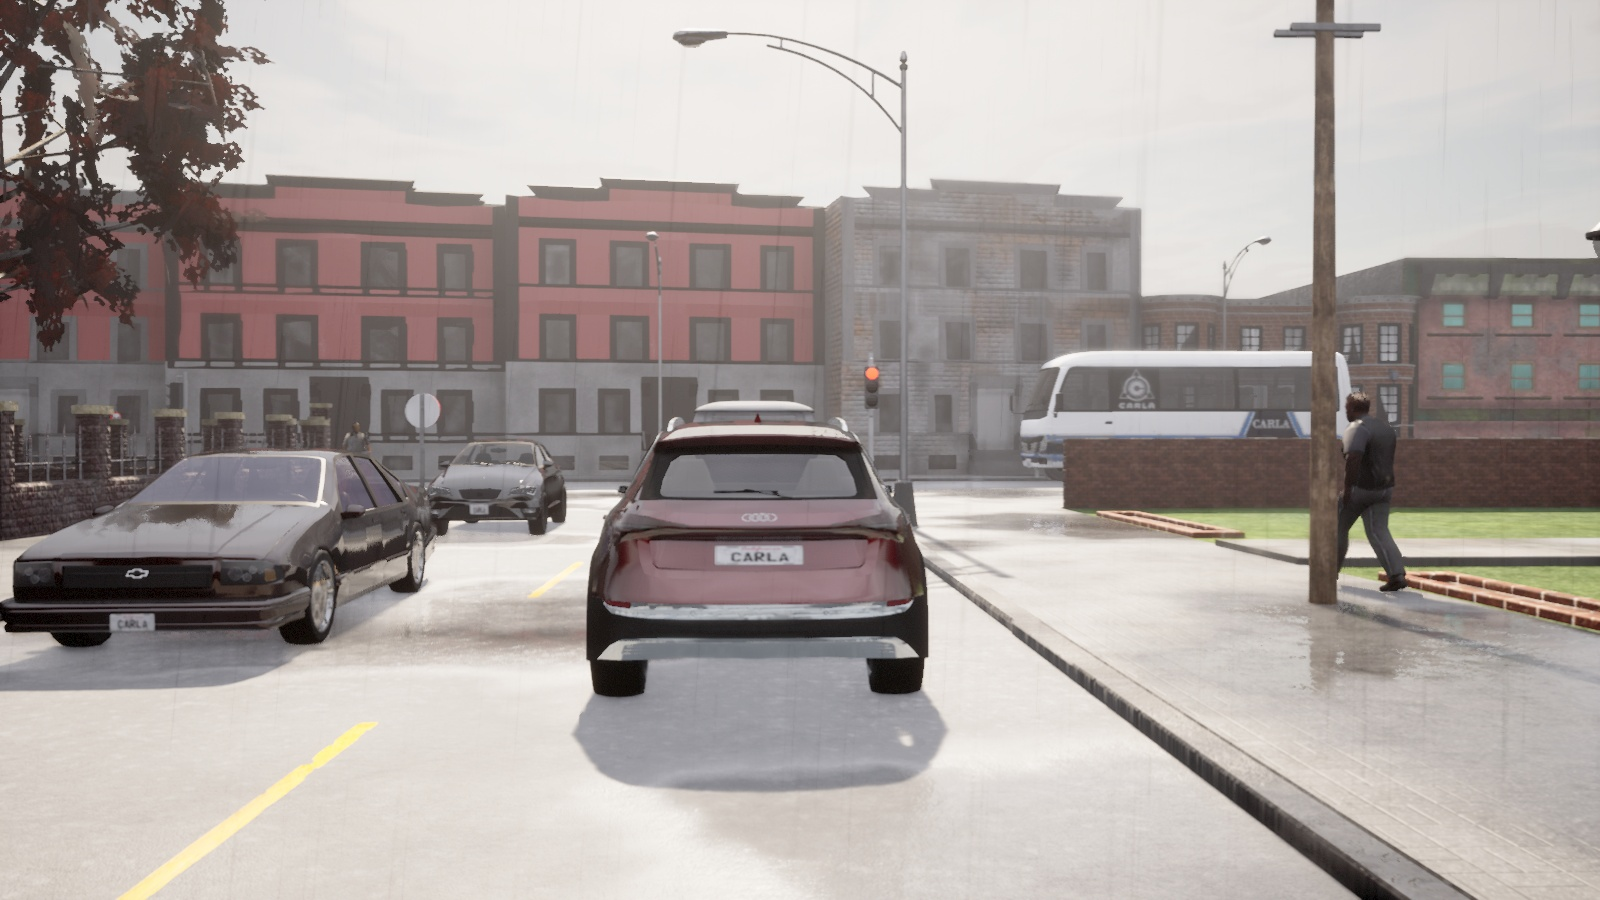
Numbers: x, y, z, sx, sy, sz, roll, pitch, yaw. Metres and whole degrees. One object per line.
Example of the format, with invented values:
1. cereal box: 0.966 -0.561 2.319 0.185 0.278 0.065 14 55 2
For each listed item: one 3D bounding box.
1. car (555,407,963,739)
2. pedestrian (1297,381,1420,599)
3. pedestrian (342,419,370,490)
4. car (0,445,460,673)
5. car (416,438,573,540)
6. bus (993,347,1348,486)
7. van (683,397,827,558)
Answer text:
1. car: -0.300 0.587 8.695 2.033 1.649 4.856 0 1 -2
2. pedestrian: 5.040 0.344 11.360 0.563 1.883 0.849 0 1 -26
3. pedestrian: -11.767 0.106 33.286 0.540 1.848 0.694 0 1 -35
4. car: -4.460 0.679 10.673 2.033 1.411 5.357 0 1 -4
5. car: -4.840 0.546 20.422 1.816 1.474 4.193 0 1 -4
6. bus: 11.709 -1.029 40.540 10.273 4.253 3.944 0 1 -2
7. van: -0.637 0.317 17.758 1.775 1.987 4.442 0 1 -2
